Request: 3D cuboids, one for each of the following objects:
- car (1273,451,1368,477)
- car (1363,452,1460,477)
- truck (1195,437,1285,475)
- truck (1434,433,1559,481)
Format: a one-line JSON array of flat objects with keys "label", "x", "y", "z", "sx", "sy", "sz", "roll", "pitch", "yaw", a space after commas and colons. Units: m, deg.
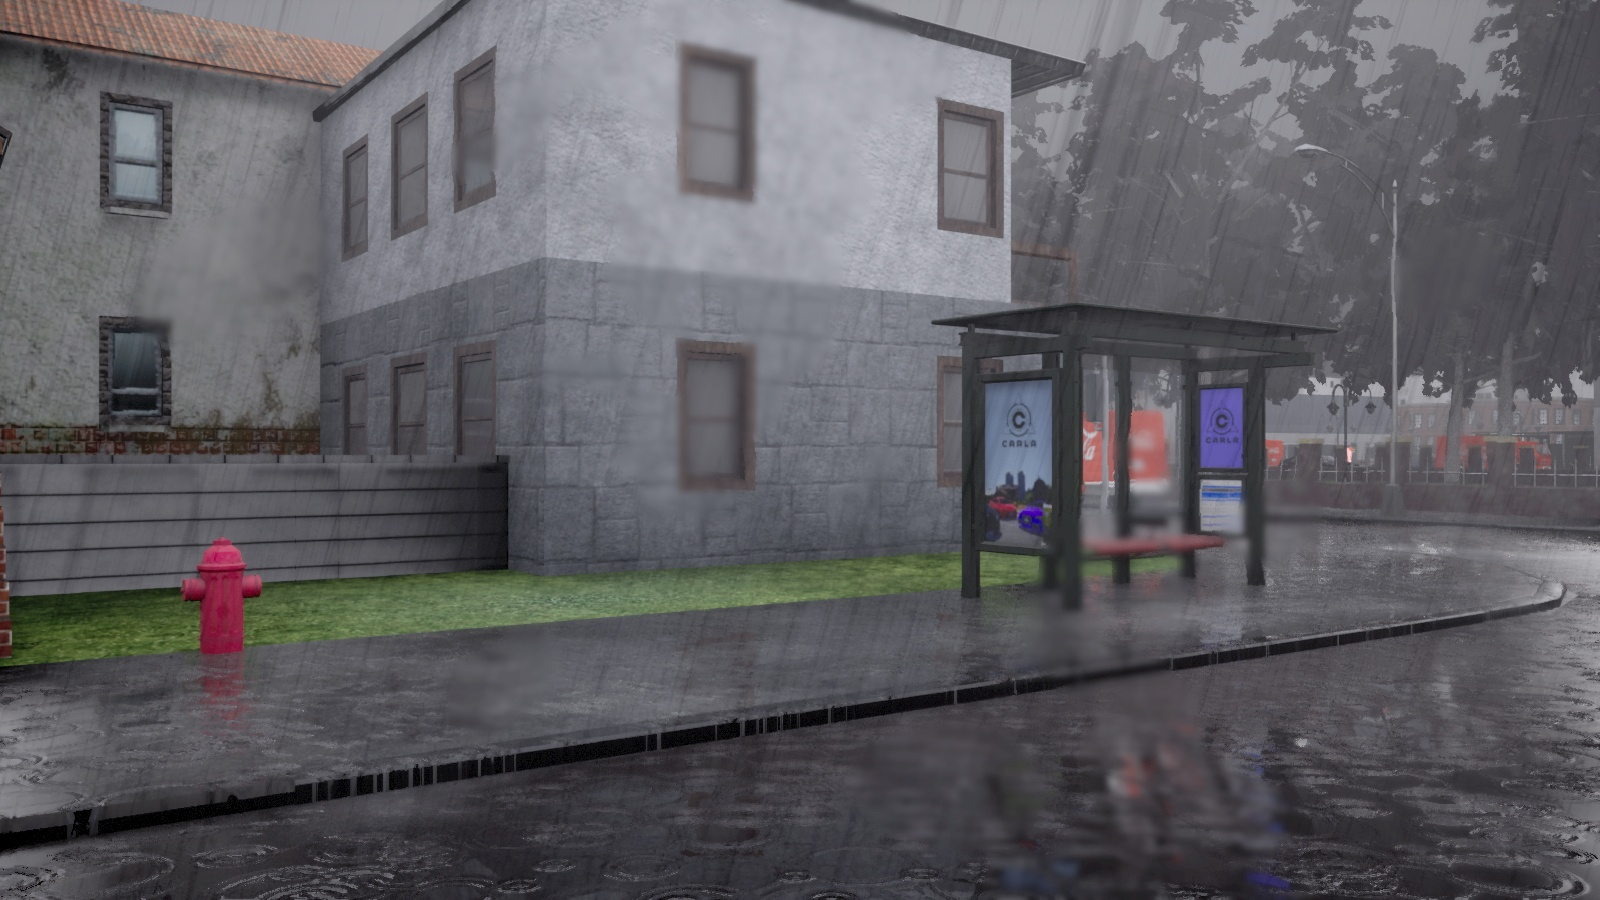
[{"label": "car", "x": 31.269, "y": 0.820, "z": 75.620, "sx": 2.128, "sy": 1.511, "sz": 4.902, "roll": 0, "pitch": 0, "yaw": -35}, {"label": "car", "x": 36.522, "y": 0.851, "z": 75.128, "sx": 2.163, "sy": 1.488, "sz": 4.792, "roll": 0, "pitch": 0, "yaw": -35}, {"label": "truck", "x": 29.666, "y": 0.403, "z": 84.799, "sx": 2.627, "sy": 2.467, "sz": 5.204, "roll": 0, "pitch": 0, "yaw": -35}, {"label": "truck", "x": 37.225, "y": 0.341, "z": 67.220, "sx": 2.627, "sy": 2.467, "sz": 5.204, "roll": 0, "pitch": 0, "yaw": -35}]
